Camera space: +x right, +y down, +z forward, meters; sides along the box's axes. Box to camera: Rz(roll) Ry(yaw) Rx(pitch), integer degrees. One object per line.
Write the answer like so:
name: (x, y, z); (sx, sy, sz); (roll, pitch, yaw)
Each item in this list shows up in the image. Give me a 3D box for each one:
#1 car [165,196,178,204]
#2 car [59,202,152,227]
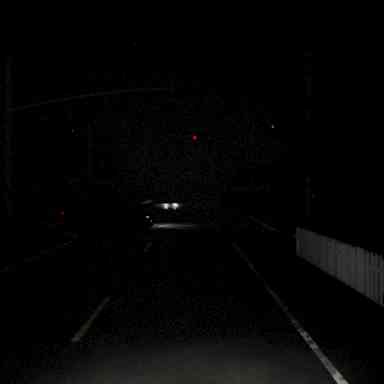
car: (-3.520, 1.283, 56.996); (1.895, 1.301, 4.718); (0, 0, 1)
car: (-5.152, 1.302, 20.211); (5.357, 1.411, 2.033); (1, 1, -1)
